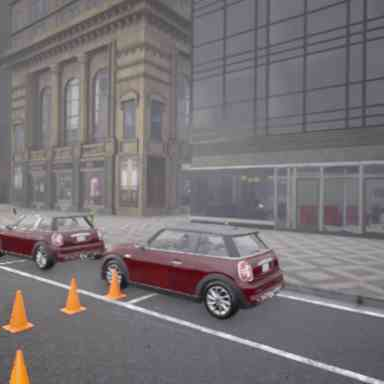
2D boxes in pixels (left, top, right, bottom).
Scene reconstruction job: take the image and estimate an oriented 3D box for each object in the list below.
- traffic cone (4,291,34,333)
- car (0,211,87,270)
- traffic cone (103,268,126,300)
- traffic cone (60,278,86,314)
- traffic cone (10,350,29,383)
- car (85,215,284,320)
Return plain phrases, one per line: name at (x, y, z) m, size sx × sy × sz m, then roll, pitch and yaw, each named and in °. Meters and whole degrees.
traffic cone at (-2.804, 1.899, 5.398) m, size 0.340 × 0.580 × 0.340 m, roll 1°, pitch 0°, yaw 36°
car at (-4.752, 1.338, 10.693) m, size 4.097 × 1.590 × 1.967 m, roll 1°, pitch 0°, yaw 36°
traffic cone at (-1.627, 1.908, 7.016) m, size 0.340 × 0.580 × 0.340 m, roll 1°, pitch 0°, yaw 36°
traffic cone at (-2.216, 1.904, 6.207) m, size 0.340 × 0.580 × 0.340 m, roll 1°, pitch 0°, yaw 36°
traffic cone at (-1.775, 1.921, 3.413) m, size 0.340 × 0.580 × 0.340 m, roll 1°, pitch 0°, yaw 36°
car at (-0.193, 1.411, 7.377) m, size 4.097 × 1.590 × 1.967 m, roll 1°, pitch 0°, yaw 36°
